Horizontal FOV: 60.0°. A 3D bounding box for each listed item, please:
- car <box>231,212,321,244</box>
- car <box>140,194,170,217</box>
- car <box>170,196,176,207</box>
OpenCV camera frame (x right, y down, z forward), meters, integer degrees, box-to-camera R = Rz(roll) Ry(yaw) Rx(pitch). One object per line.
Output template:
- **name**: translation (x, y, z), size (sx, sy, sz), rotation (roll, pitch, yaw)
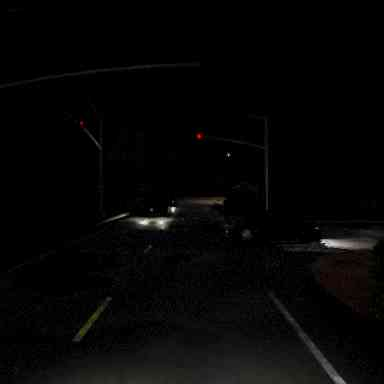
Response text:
- **car**: translation (4.027, 1.667, 16.205), size (4.181, 1.385, 1.994), rotation (1, 0, 7)
- **car**: translation (-3.621, 1.244, 32.472), size (2.150, 2.045, 5.566), rotation (0, 0, 0)
- **car**: translation (-3.537, 1.416, 50.538), size (2.097, 1.767, 4.553), rotation (0, 0, 0)
